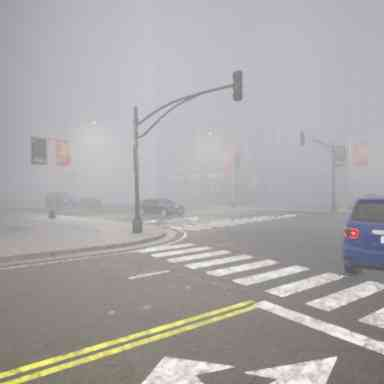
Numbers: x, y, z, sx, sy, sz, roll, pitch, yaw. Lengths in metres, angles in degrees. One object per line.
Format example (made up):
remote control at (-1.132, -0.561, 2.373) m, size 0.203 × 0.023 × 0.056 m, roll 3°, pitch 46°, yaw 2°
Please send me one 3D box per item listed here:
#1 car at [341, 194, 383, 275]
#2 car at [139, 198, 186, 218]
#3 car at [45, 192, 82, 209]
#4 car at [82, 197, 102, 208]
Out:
car at (5.755, 1.055, 9.167) m, size 2.150 × 2.045 × 5.566 m, roll 0°, pitch 1°, yaw 37°
car at (-2.583, 1.253, 27.517) m, size 1.837 × 1.490 × 4.892 m, roll -1°, pitch 1°, yaw -45°
car at (-16.256, 1.012, 41.085) m, size 5.566 × 2.045 × 2.150 m, roll 0°, pitch 1°, yaw 45°
car at (-13.557, 1.300, 43.266) m, size 4.181 × 1.385 × 1.994 m, roll 0°, pitch 1°, yaw 45°
